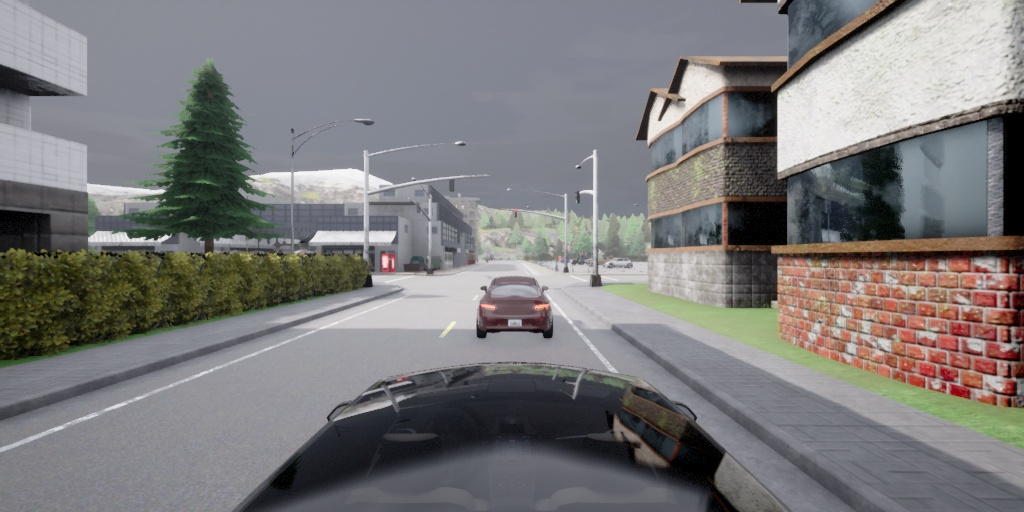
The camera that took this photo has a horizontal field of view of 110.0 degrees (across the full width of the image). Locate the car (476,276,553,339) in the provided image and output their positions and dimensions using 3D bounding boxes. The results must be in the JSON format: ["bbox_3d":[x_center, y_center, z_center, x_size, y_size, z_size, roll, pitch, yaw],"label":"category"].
[{"bbox_3d":[0.071,1.275,10.003,1.812,1.442,4.674,0,0,0],"label":"car"}]
